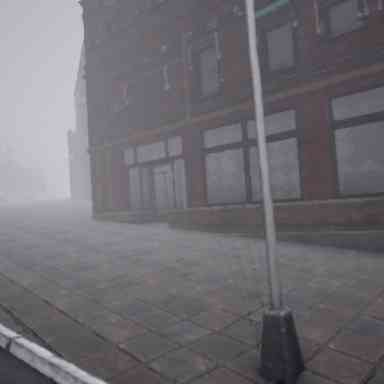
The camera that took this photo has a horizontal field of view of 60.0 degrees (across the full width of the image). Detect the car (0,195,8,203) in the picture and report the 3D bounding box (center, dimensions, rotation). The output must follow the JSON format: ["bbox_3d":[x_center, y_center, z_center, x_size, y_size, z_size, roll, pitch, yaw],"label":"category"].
[{"bbox_3d":[-31.275,1.203,52.870,1.837,1.490,4.892,-5,2,2],"label":"car"}]
